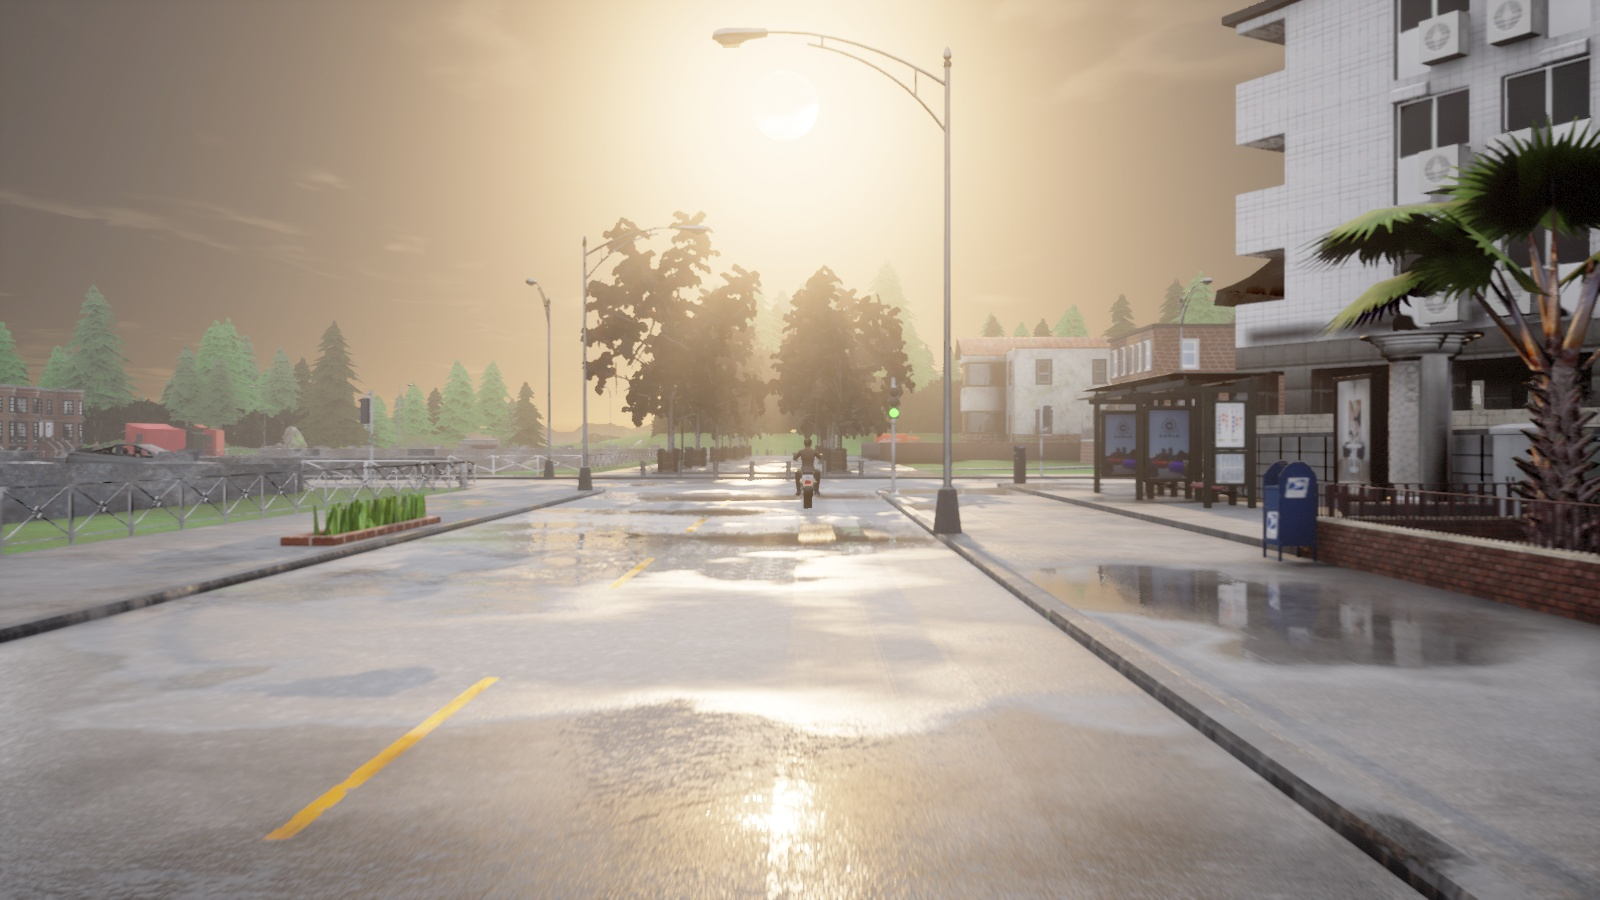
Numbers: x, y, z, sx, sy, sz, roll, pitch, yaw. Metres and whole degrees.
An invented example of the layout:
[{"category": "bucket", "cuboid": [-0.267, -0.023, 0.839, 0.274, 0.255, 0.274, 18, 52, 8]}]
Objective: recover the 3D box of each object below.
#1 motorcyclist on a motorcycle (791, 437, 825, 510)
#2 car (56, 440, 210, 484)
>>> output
[{"category": "motorcyclist on a motorcycle", "cuboid": [0.185, 0.531, 29.512, 0.766, 1.649, 2.350, 0, 0, 0]}, {"category": "car", "cuboid": [-24.123, 0.417, 45.526, 4.514, 1.525, 2.007, 0, 0, 2]}]
